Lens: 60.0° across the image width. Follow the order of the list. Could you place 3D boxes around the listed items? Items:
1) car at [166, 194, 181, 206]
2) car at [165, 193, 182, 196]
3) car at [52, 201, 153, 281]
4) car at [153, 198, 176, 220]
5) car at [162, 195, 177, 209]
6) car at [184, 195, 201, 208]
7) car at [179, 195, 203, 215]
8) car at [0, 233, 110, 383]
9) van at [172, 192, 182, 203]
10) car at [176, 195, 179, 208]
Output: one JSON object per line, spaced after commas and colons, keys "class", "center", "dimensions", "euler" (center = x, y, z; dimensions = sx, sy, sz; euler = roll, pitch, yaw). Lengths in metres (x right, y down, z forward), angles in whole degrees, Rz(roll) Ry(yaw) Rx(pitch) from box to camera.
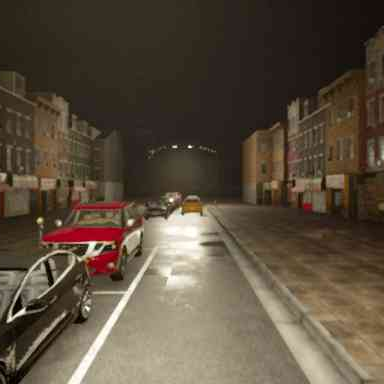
{"class": "car", "center": [-2.613, 1.155, 47.799], "dimensions": [1.967, 1.590, 4.097], "euler": [0, 0, 0]}
{"class": "car", "center": [-2.618, 1.059, 42.371], "dimensions": [2.192, 1.841, 5.009], "euler": [0, 0, 0]}
{"class": "car", "center": [-2.639, 1.251, 9.810], "dimensions": [2.192, 1.841, 5.009], "euler": [0, 0, 0]}
{"class": "car", "center": [-2.626, 1.388, 26.092], "dimensions": [2.008, 1.369, 4.403], "euler": [0, 0, 0]}
{"class": "car", "center": [-2.623, 1.332, 31.349], "dimensions": [1.752, 1.417, 4.829], "euler": [0, 0, 0]}
{"class": "car", "center": [0.079, 1.222, 44.893], "dimensions": [2.128, 1.511, 4.902], "euler": [0, 0, 1]}
{"class": "car", "center": [0.033, 1.288, 30.795], "dimensions": [1.882, 1.535, 5.008], "euler": [0, 1, 0]}
{"class": "car", "center": [-2.640, 1.536, 4.384], "dimensions": [1.947, 1.339, 4.313], "euler": [0, 0, 0]}
{"class": "van", "center": [-2.607, 0.999, 58.652], "dimensions": [1.690, 1.788, 3.998], "euler": [-1, 0, 0]}
{"class": "car", "center": [-2.619, 1.341, 36.946], "dimensions": [1.947, 1.339, 4.313], "euler": [0, 0, 0]}
